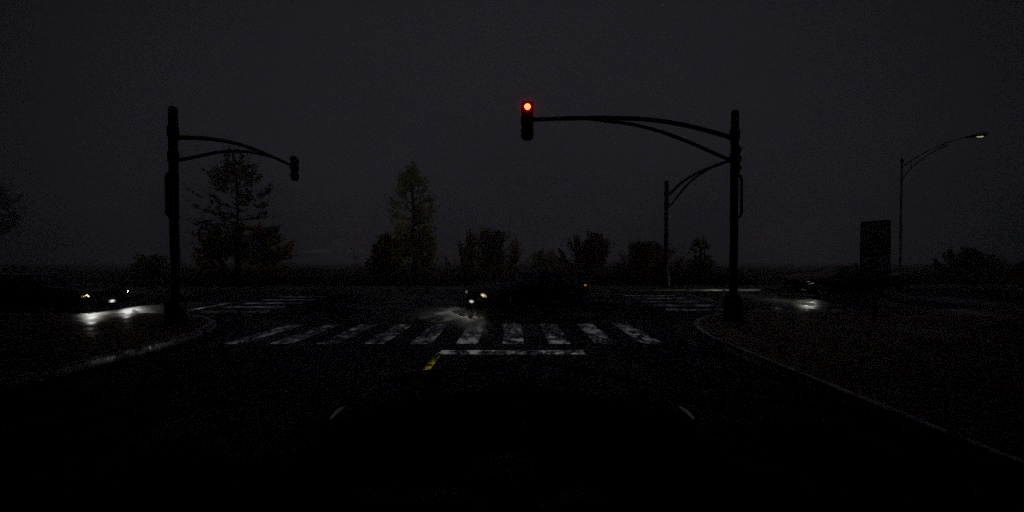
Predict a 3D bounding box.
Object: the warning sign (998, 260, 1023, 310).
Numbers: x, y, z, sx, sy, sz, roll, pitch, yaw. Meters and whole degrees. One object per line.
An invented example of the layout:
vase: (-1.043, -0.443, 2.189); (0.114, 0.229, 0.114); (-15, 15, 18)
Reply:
warning sign: (17.013, 0.893, 11.719); (1.060, 1.860, 1.300); (0, 0, -1)

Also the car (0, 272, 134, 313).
car: (-18.015, 1.342, 13.723); (5.357, 1.411, 2.033); (0, 1, -1)

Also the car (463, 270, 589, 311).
car: (0.726, 1.299, 14.849); (5.357, 1.411, 2.033); (0, 1, -32)

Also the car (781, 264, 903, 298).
car: (15.984, 1.176, 17.512); (5.008, 1.535, 1.882); (0, 1, -1)
